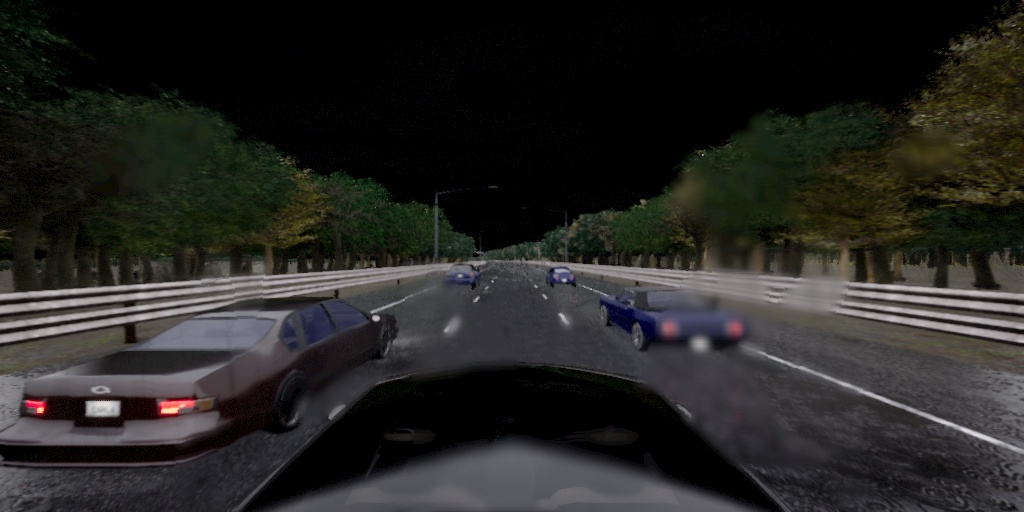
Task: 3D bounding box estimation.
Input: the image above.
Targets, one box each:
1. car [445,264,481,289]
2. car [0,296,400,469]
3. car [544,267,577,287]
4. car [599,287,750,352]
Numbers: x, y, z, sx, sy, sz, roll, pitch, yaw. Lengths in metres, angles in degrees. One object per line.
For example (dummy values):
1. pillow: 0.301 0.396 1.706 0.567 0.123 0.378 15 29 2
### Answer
1. car: -3.406 1.329 25.648 2.097 1.767 4.553 0 -1 0
2. car: -3.401 1.334 5.491 2.033 1.411 5.357 0 -1 0
3. car: 3.595 1.515 26.883 1.812 1.442 4.674 0 -1 0
4. car: 3.598 1.421 9.077 1.895 1.301 4.718 0 -1 0
